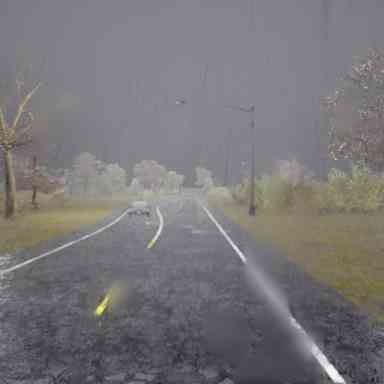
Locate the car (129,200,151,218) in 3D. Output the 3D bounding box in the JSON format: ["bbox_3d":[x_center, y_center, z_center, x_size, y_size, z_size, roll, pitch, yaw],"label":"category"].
[{"bbox_3d":[-4.696,1.498,30.138,1.812,1.442,4.674,0,0,-7],"label":"car"}]
